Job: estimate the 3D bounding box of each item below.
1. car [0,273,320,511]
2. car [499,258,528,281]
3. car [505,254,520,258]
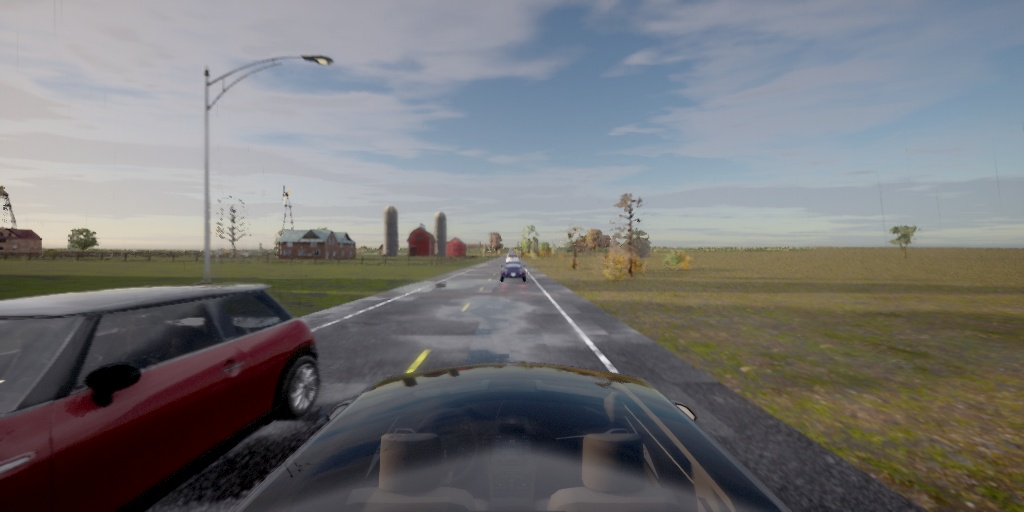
[{"bbox_3d":[-3.572,1.096,2.782,2.097,1.767,4.553,0,0,0],"label":"car"},{"bbox_3d":[0.098,1.139,27.877,1.812,1.442,4.674,0,0,0],"label":"car"},{"bbox_3d":[0.098,0.657,59.188,2.150,2.045,5.566,0,0,0],"label":"car"}]
